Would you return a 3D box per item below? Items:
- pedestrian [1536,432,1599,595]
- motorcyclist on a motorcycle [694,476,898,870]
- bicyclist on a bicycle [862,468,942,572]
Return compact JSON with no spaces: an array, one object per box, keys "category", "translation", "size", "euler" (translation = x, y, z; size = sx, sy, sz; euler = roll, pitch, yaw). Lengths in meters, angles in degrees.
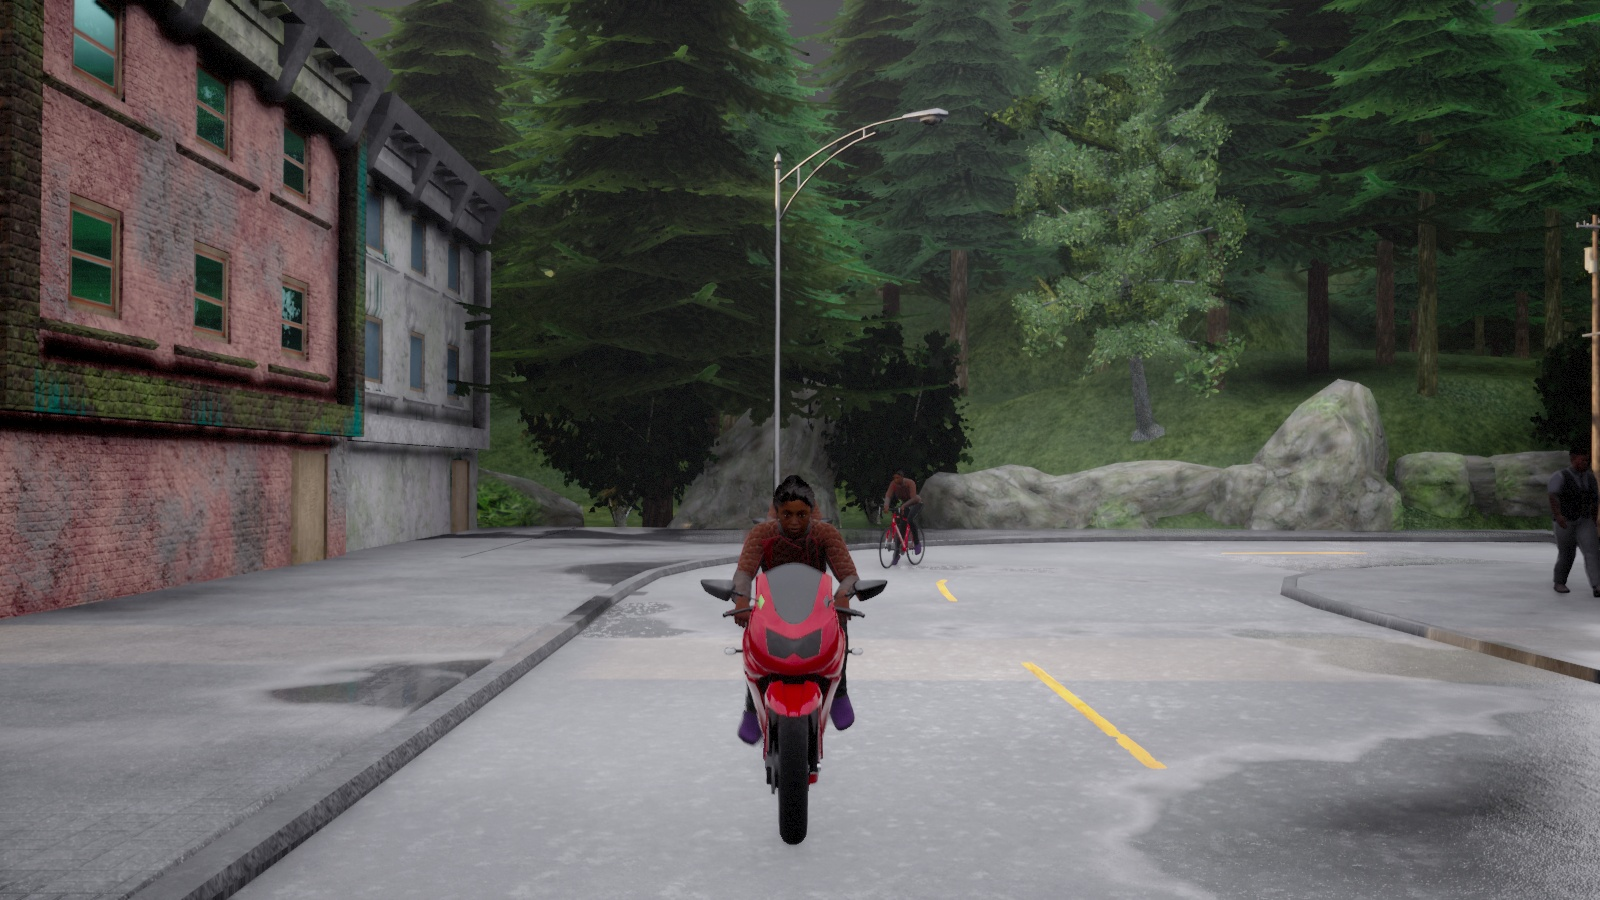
[{"category":"pedestrian","translation":[9.281,0.737,14.924],"size":[0.563,1.883,0.849],"euler":[0,-1,2]},{"category":"motorcyclist on a motorcycle","translation":[-0.023,0.896,5.951],"size":[0.797,1.523,2.044],"euler":[0,-1,0]},{"category":"bicyclist on a bicycle","translation":[1.686,1.107,20.572],"size":[0.582,1.620,1.656],"euler":[-1,-1,32]}]
